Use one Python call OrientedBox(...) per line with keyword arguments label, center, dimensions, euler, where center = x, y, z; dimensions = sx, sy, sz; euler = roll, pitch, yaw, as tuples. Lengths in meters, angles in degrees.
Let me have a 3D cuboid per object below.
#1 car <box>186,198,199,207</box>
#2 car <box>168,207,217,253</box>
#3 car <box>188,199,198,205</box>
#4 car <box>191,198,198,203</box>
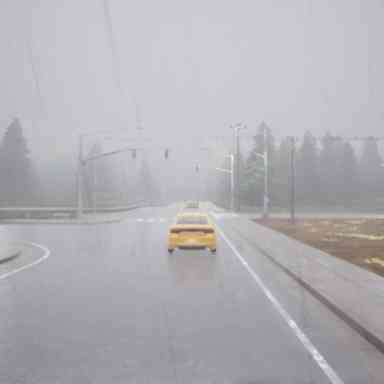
OrientedBox(label="car", center=(0.041, 2.020, 52.238), dimensions=(1.882, 1.535, 5.008), euler=(0, -1, 0))
OrientedBox(label="car", center=(0.015, 1.630, 14.478), dimensions=(1.882, 1.535, 5.008), euler=(0, 0, 0))
OrientedBox(label="car", center=(0.281, 2.373, 81.056), dimensions=(2.033, 1.411, 5.357), euler=(0, -1, 2))
OrientedBox(label="car", center=(0.737, 2.408, 93.188), dimensions=(1.837, 1.490, 4.892), euler=(0, -1, 2))
